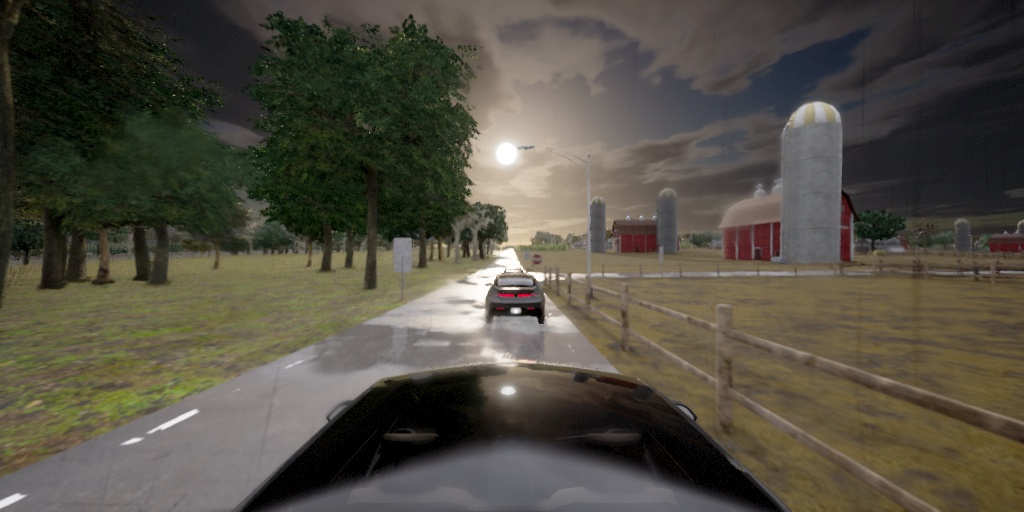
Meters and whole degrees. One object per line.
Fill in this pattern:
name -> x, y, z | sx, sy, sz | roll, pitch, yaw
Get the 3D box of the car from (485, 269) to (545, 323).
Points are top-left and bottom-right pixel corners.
car -> 0.097, 1.355, 12.620 | 1.837, 1.490, 4.892 | 0, -1, 0
